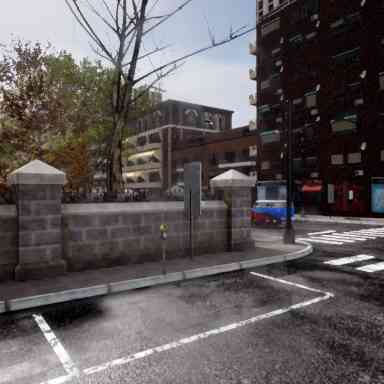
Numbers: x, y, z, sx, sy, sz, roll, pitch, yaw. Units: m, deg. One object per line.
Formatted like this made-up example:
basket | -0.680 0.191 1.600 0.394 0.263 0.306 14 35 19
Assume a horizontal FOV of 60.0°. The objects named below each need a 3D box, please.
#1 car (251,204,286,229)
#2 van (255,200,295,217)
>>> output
car | 4.461 1.834 24.276 1.994 1.385 4.181 0 -1 -36
van | 7.313 1.643 30.193 1.690 1.788 3.998 -1 0 -36
